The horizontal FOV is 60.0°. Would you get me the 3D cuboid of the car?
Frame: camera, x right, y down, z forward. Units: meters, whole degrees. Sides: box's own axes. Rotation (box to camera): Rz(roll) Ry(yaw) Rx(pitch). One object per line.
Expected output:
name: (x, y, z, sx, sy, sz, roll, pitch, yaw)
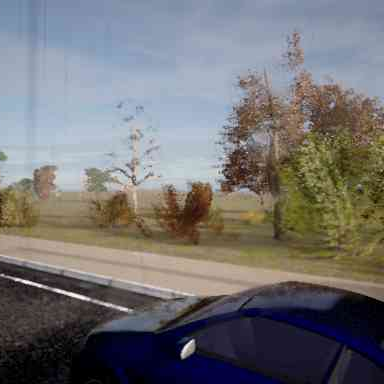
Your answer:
car: (0.769, 1.574, 3.015, 4.181, 1.385, 1.994, -1, 0, 36)
